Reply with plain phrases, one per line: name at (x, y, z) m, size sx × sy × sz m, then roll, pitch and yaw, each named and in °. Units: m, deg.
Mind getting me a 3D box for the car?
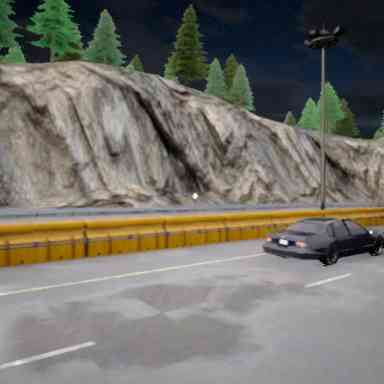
car at (4.848, 1.598, 11.702) m, size 5.357 × 1.411 × 2.033 m, roll 0°, pitch 0°, yaw -36°
